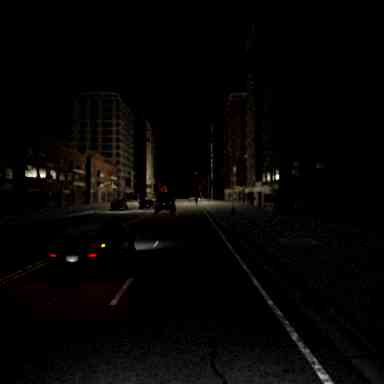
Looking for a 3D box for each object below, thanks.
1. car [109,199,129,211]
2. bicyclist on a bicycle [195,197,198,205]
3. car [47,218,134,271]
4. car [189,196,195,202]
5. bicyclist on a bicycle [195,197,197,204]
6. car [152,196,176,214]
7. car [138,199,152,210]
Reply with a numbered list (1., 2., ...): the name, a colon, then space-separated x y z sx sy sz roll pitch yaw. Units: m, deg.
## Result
1. car: -9.823 1.778 44.931 1.837 1.490 4.892 0 0 0
2. bicyclist on a bicycle: 0.910 1.841 66.081 0.866 1.612 1.509 0 -1 0
3. car: -3.146 1.593 11.032 1.812 1.442 4.674 0 0 0
4. car: 0.023 1.965 92.850 2.128 1.511 4.902 0 0 0
5. bicyclist on a bicycle: 0.913 1.911 74.742 0.582 1.620 1.656 0 -1 0
6. car: -3.139 1.464 39.750 2.150 2.045 5.566 0 0 0
7. car: -6.560 1.799 47.716 1.837 1.490 4.892 0 -1 0
